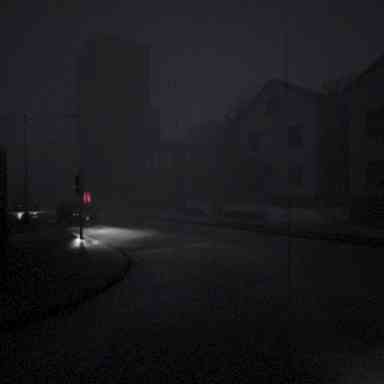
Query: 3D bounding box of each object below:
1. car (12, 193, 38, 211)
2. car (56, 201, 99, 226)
[{"bbox_3d":[-20.119,1.153,39.898,2.150,2.045,5.566,-1,0,-35],"label":"car"},{"bbox_3d":[-8.056,1.420,23.098,2.128,1.511,4.902,-1,0,-36],"label":"car"}]
